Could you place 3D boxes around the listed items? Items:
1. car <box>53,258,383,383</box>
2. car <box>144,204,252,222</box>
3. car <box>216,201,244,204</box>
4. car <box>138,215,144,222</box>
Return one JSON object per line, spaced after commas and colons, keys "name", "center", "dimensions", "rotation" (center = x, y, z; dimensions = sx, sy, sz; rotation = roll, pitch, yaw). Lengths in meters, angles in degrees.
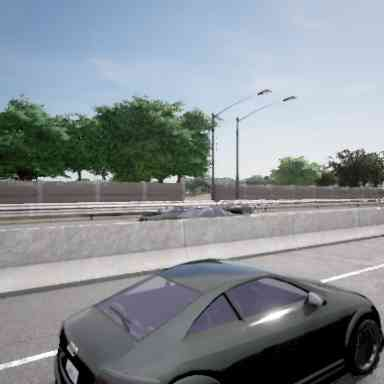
{"name": "car", "center": [0.557, 1.563, 4.142], "dimensions": [4.181, 1.385, 1.994], "rotation": [0, 0, -35]}
{"name": "car", "center": [0.529, 1.549, 17.262], "dimensions": [5.357, 1.411, 2.033], "rotation": [0, 0, -35]}
{"name": "car", "center": [2.847, 1.498, 27.507], "dimensions": [4.902, 1.511, 2.128], "rotation": [0, 0, -35]}
{"name": "car", "center": [-1.160, 1.566, 20.354], "dimensions": [4.181, 1.385, 1.994], "rotation": [0, 0, -35]}
